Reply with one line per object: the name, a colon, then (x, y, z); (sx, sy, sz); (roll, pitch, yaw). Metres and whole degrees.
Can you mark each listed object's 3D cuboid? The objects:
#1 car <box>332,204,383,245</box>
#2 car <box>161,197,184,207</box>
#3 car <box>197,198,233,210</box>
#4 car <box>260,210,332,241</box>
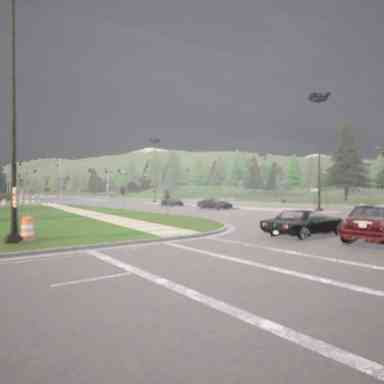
car: (8.243, 1.287, 13.927); (4.553, 1.767, 2.097); (0, 0, -35)
car: (-2.950, 1.447, 49.299); (1.994, 1.385, 4.181); (0, 0, -34)
car: (2.733, 1.432, 41.093); (2.033, 1.411, 5.357); (0, 0, -35)
car: (5.608, 1.539, 16.346); (4.718, 1.301, 1.895); (0, 0, -35)
